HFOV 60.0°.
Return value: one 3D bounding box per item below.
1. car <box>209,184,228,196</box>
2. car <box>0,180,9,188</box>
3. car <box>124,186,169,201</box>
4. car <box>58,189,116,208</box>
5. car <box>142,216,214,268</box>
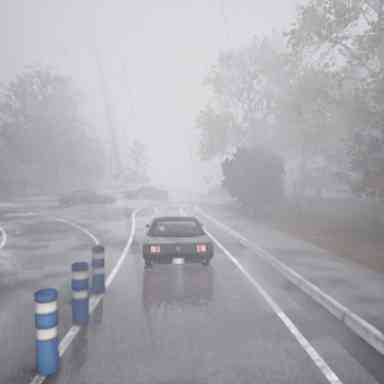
[{"bbox_3d":[3.662,-0.312,41.942,2.033,1.411,5.357,1,4,20],"label":"car"},{"bbox_3d":[-35.171,-1.432,58.876,1.882,1.535,5.008,2,4,32],"label":"car"},{"bbox_3d":[-4.680,0.062,34.689,5.008,1.535,1.882,-3,5,-42],"label":"car"},{"bbox_3d":[-8.908,0.491,28.402,4.674,1.442,1.812,-1,4,-19],"label":"car"},{"bbox_3d":[-0.560,1.441,10.843,1.895,1.301,4.718,0,2,-5],"label":"car"}]
